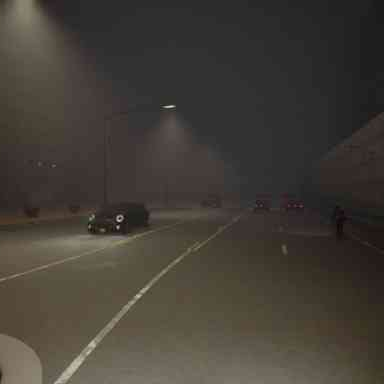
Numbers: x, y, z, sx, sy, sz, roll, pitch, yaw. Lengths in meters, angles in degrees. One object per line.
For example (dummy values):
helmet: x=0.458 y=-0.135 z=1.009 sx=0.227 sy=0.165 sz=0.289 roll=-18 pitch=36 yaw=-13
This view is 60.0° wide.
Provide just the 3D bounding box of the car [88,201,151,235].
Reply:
car: x=-4.019 y=1.352 z=19.051 sx=2.097 sy=1.767 sz=4.553 roll=0 pitch=0 yaw=14

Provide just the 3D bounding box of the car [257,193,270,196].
car: x=10.561 y=1.221 z=48.880 sx=2.150 sy=2.045 sz=5.566 roll=0 pitch=0 yaw=14

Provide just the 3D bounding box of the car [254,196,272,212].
car: x=8.151 y=1.547 z=38.604 sx=2.033 sy=1.411 sz=5.357 roll=0 pitch=0 yaw=14

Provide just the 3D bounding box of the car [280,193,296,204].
car: x=13.961 y=1.221 z=48.051 sx=2.150 sy=2.045 sz=5.566 roll=0 pitch=0 yaw=14

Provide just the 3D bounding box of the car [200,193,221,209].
car: x=2.702 y=1.222 z=46.498 sx=2.150 sy=2.045 sz=5.566 roll=0 pitch=0 yaw=14

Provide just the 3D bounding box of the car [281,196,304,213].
car: x=11.540 y=1.547 z=37.679 sx=2.033 sy=1.411 sz=5.357 roll=0 pitch=0 yaw=14

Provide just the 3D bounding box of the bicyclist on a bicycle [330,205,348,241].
bicyclist on a bicycle: x=6.856 y=1.453 z=15.527 sx=0.582 sy=1.620 sz=1.656 roll=0 pitch=-2 yaw=-1

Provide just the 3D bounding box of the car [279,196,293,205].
car: x=16.416 y=1.491 z=58.118 sx=2.128 sy=1.511 sz=4.902 roll=0 pitch=0 yaw=14
